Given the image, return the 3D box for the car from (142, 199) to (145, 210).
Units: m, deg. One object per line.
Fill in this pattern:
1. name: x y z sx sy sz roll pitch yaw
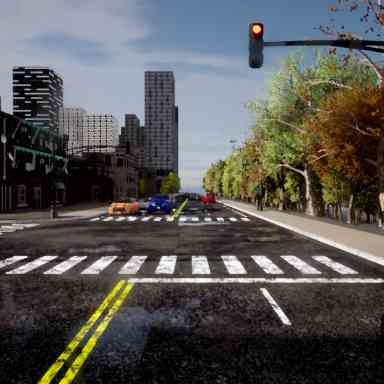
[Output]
1. car: -6.519 1.587 42.289 1.895 1.301 4.718 0 0 0

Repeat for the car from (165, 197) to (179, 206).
1. car: -3.249 1.581 54.879 1.895 1.301 4.718 0 0 0

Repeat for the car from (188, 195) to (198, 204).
1. car: 0.202 1.467 63.157 2.128 1.511 4.902 0 0 0

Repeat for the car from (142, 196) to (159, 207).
1. car: -6.503 1.473 52.668 2.128 1.511 4.902 0 0 0

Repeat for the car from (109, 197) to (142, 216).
1. car: -6.631 1.341 32.725 2.097 1.767 4.553 0 0 2

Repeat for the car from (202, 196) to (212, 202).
1. car: 3.371 1.522 75.893 1.994 1.385 4.181 0 0 0

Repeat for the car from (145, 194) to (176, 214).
1. car: -3.283 1.212 35.656 2.150 2.045 5.566 0 0 0

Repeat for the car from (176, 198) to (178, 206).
1. car: -3.259 1.336 45.532 2.097 1.767 4.553 0 0 0

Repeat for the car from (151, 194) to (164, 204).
1. car: -6.457 1.328 62.742 2.097 1.767 4.553 0 0 1

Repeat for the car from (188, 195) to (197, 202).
1. car: 0.125 1.446 76.516 1.882 1.535 5.008 0 0 0

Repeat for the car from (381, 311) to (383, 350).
1. car: 3.355 1.491 2.362 2.128 1.511 4.902 0 0 0

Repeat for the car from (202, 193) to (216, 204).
1. car: 3.449 1.196 65.309 2.150 2.045 5.566 0 0 1
